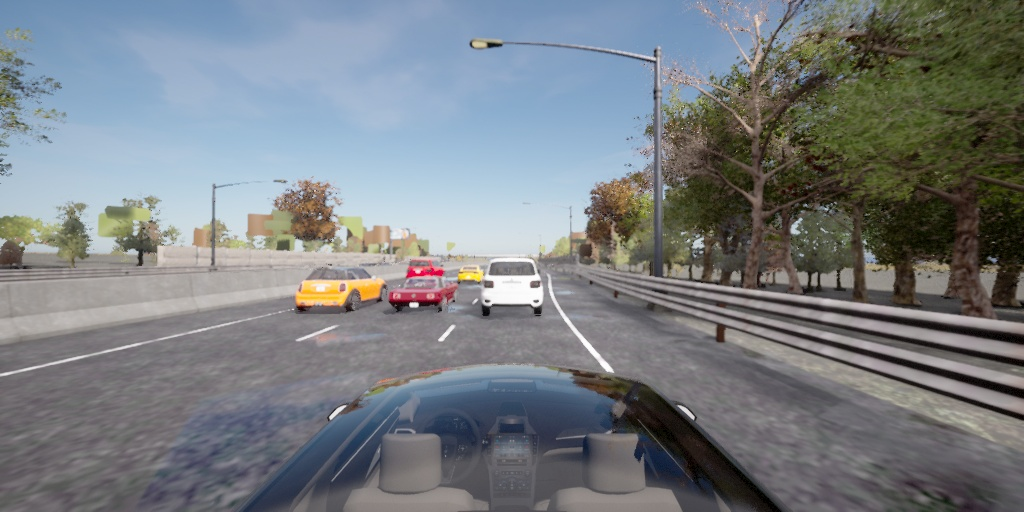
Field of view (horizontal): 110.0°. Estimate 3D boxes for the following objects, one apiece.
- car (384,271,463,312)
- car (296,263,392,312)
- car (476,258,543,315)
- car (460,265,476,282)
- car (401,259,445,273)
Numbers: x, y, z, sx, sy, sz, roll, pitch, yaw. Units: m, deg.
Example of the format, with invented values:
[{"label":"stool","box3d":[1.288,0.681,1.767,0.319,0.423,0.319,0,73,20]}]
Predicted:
[{"label":"car","box3d":[-3.482,1.494,15.067,1.895,1.301,4.718,0,-1,1]},{"label":"car","box3d":[-6.978,1.245,15.240,2.097,1.767,4.553,0,-1,1]},{"label":"car","box3d":[0.009,1.110,14.395,2.150,2.045,5.566,0,0,0]},{"label":"car","box3d":[-3.471,1.548,31.070,1.882,1.535,5.008,0,0,1]},{"label":"car","box3d":[-6.991,1.277,29.412,2.150,2.045,5.566,0,0,0]}]
